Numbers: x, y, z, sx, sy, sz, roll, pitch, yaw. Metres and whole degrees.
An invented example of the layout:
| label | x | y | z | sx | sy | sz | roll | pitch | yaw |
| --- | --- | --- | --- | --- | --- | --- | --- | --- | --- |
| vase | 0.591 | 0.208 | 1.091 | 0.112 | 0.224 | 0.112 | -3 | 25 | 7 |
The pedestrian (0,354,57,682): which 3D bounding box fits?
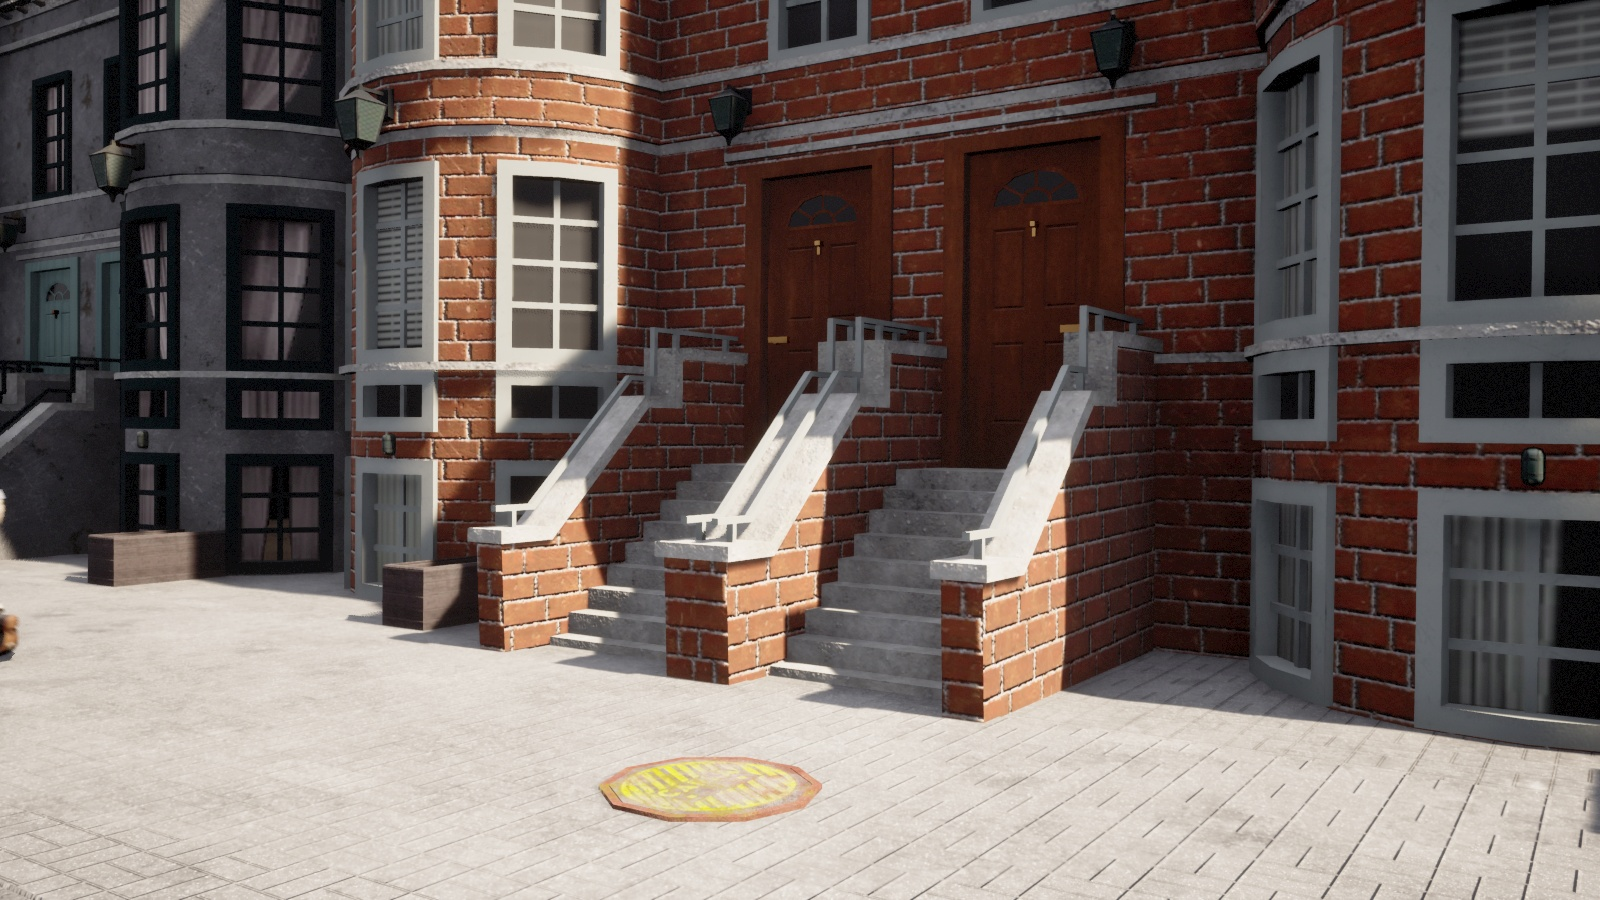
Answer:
| label | x | y | z | sx | sy | sz | roll | pitch | yaw |
| --- | --- | --- | --- | --- | --- | --- | --- | --- | --- |
| pedestrian | -4.988 | 0.388 | 7.214 | 0.900 | 1.855 | 0.874 | -1 | 1 | -2 |
